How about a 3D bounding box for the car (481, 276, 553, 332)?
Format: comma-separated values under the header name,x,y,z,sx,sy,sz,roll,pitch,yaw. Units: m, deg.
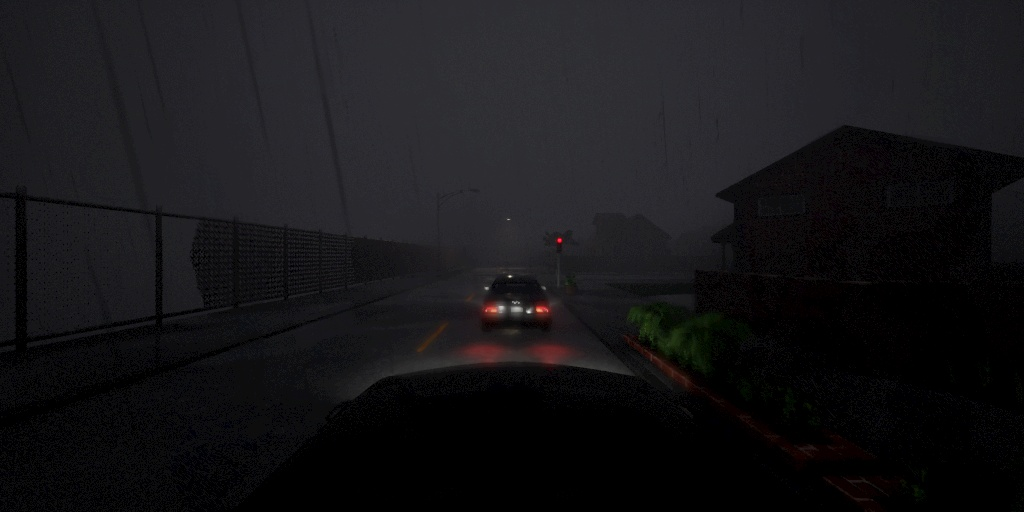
name,x,y,z,sx,sy,sz,roll,pitch,yaw
car,0.118,1.297,10.852,2.033,1.411,5.357,0,0,0
